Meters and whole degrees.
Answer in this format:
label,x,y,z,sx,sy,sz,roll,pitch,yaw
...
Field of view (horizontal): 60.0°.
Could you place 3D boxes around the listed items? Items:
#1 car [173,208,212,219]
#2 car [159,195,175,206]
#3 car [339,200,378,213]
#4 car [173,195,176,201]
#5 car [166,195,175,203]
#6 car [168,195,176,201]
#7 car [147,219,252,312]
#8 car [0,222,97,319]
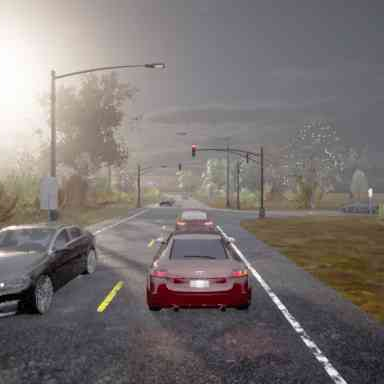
label,x,y,z,sx,sy,sz,roll,pitch,yaw
car,0.061,1.526,16.544,1.812,1.442,4.674,0,0,-2
car,-4.158,1.603,53.151,1.895,1.301,4.718,0,0,-1
car,18.679,1.577,36.992,4.181,1.385,1.994,0,0,1
car,-4.366,1.567,62.340,1.994,1.385,4.181,0,0,-1
car,-4.607,1.482,72.715,1.882,1.535,5.008,0,0,-2
car,-4.969,1.484,83.162,1.882,1.535,5.008,0,0,-2
car,0.099,1.564,7.784,1.994,1.385,4.181,0,0,-1
car,-3.602,1.492,7.584,2.128,1.511,4.902,0,0,0
